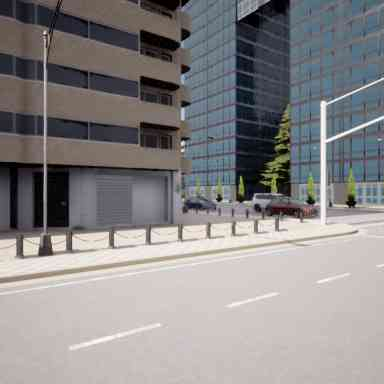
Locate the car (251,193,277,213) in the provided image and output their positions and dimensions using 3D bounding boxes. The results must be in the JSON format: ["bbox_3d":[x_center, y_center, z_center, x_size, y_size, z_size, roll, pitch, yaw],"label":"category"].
[{"bbox_3d":[8.635,1.166,34.637,2.150,2.045,5.566,0,0,-36],"label":"car"}]

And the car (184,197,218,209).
[{"bbox_3d":[1.122,1.437,45.268,2.128,1.511,4.902,0,0,-35],"label":"car"}]

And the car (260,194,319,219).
[{"bbox_3d":[8.557,1.297,28.717,2.097,1.767,4.553,0,0,-35],"label":"car"}]

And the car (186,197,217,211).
[{"bbox_3d":[1.038,1.471,39.296,1.812,1.442,4.674,0,0,-35],"label":"car"}]
